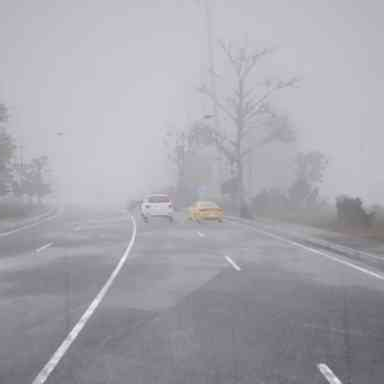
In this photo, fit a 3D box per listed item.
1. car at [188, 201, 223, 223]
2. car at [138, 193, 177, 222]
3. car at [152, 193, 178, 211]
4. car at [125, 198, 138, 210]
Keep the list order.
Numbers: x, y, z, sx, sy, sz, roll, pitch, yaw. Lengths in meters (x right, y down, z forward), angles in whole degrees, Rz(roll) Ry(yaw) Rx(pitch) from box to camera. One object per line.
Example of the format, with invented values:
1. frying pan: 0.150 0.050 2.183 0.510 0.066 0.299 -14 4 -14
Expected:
1. car: 0.903 1.455 25.426 1.882 1.535 5.008 0 0 -11
2. car: -2.862 1.224 26.526 2.150 2.045 5.566 0 0 -11
3. car: -3.544 1.209 42.434 2.150 2.045 5.566 -1 0 -18
4. car: -7.338 1.528 42.626 1.837 1.490 4.892 0 0 -19
